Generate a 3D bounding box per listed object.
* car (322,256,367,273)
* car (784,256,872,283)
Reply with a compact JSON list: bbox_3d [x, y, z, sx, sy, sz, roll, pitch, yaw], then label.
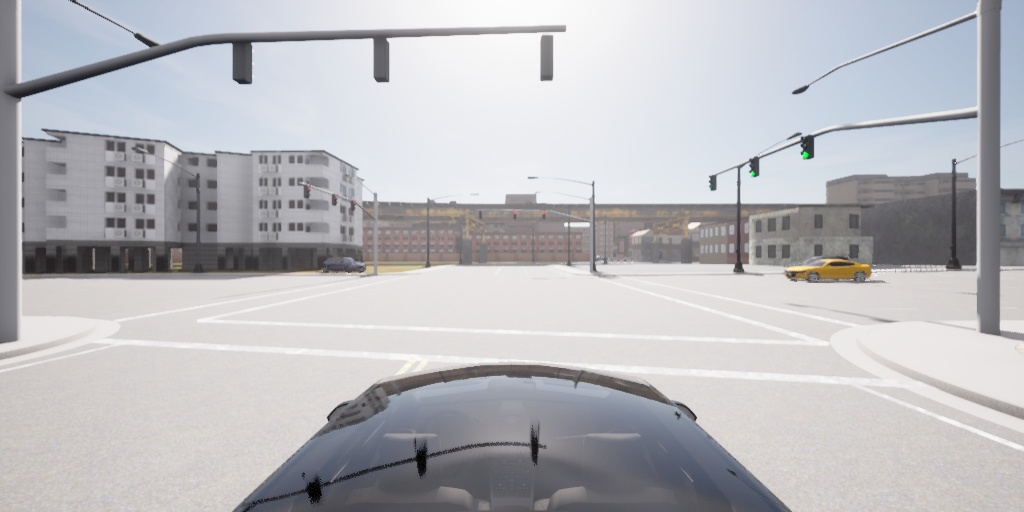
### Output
[{"bbox_3d":[-17.701,0.877,38.003,4.553,1.767,2.097,0,0,19],"label":"car"},{"bbox_3d":[21.795,0.988,24.838,5.008,1.535,1.882,-1,0,1],"label":"car"}]
